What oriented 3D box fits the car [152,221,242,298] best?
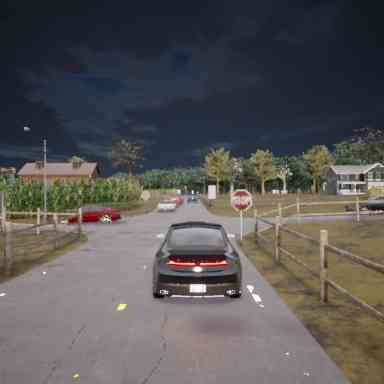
[{"bbox_3d":[0.104,1.508,8.491,1.837,1.490,4.892,0,0,0],"label":"car"}]

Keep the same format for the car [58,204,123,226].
[{"bbox_3d":[-7.873,1.720,25.504,5.008,1.535,1.882,-1,-2,0],"label":"car"}]

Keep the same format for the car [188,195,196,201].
[{"bbox_3d":[0.053,1.490,80.735,1.994,1.385,4.181,0,0,0],"label":"car"}]

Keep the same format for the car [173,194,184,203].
[{"bbox_3d":[-2.727,1.302,67.303,2.097,1.767,4.553,0,0,0],"label":"car"}]

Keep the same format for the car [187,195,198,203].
[{"bbox_3d":[0.141,1.300,67.859,2.097,1.767,4.553,0,0,0],"label":"car"}]

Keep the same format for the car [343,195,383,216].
[{"bbox_3d":[14.186,1.038,25.512,4.892,1.490,1.837,-2,-2,0],"label":"car"}]

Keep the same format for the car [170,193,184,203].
[{"bbox_3d":[-2.797,1.180,57.362,2.150,2.045,5.566,0,0,0],"label":"car"}]

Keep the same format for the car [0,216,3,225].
[{"bbox_3d":[-15.519,1.919,22.591,4.718,1.301,1.895,-1,-2,-1],"label":"car"}]

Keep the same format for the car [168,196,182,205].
[{"bbox_3d":[-2.816,1.570,47.582,1.895,1.301,4.718,0,0,0],"label":"car"}]

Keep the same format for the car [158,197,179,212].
[{"bbox_3d":[-2.832,1.581,37.992,1.895,1.301,4.718,0,0,0],"label":"car"}]
